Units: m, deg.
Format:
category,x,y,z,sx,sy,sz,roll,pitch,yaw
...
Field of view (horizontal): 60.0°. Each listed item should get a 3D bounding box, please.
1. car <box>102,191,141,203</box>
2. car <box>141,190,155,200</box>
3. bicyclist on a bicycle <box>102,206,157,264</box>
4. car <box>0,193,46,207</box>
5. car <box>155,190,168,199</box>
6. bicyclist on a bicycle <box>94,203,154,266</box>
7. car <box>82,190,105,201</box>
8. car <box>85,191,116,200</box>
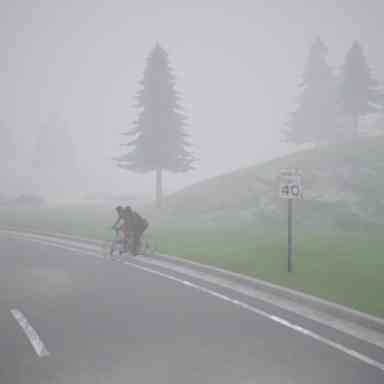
category,x,y,z,sx,sy,sz,roll,pitch,yaw
car,-10.251,0.856,48.363,1.895,1.301,4.718,1,1,38
car,-9.063,0.642,55.530,2.128,1.511,4.902,1,1,38
bicyclist on a bicycle,-1.730,1.233,9.893,1.656,1.620,0.582,-6,5,-44
car,-18.875,0.934,37.274,1.812,1.442,4.674,1,1,38
car,-6.759,0.378,64.157,2.097,1.767,4.553,1,1,38
bicyclist on a bicycle,-2.049,1.228,10.221,0.582,1.620,1.656,1,5,45
car,-15.238,0.525,53.314,2.097,1.767,4.553,1,1,38
car,-15.891,0.578,58.111,1.882,1.535,5.008,1,1,38
